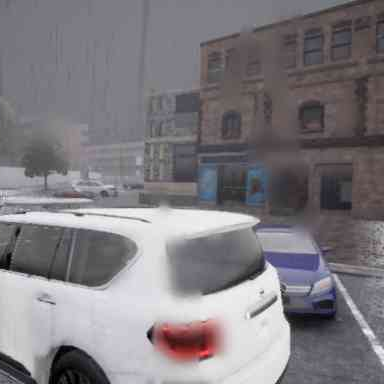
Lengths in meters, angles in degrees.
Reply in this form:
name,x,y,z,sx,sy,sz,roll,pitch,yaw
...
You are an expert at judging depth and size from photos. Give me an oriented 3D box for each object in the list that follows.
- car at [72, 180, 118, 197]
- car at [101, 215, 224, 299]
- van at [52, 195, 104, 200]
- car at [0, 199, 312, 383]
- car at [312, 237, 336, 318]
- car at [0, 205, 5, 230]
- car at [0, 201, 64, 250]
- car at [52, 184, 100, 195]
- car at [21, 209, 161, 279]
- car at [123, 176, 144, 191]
name,x,y,z,sx,sy,sz,roll,pitch,yaw
car,-11.703,-0.407,39.587,5.566,2.045,2.435,1,6,8
car,-0.447,1.510,9.372,2.002,1.452,4.674,0,-1,14
van,-5.449,1.233,12.677,1.878,1.987,4.442,1,-1,14
car,-1.577,1.215,4.446,5.566,2.045,2.150,0,0,35
car,2.038,1.516,7.646,2.002,1.452,4.674,1,-1,15
car,-12.842,1.480,17.923,2.163,1.488,4.792,0,-1,13
car,-7.923,1.329,14.504,2.185,1.767,4.553,1,0,13
car,-13.149,0.169,36.967,4.674,1.452,2.002,1,6,8
car,-2.925,1.466,11.095,2.231,1.521,4.892,1,-1,14
car,-7.454,-1.015,47.561,4.892,1.521,2.231,1,6,8
